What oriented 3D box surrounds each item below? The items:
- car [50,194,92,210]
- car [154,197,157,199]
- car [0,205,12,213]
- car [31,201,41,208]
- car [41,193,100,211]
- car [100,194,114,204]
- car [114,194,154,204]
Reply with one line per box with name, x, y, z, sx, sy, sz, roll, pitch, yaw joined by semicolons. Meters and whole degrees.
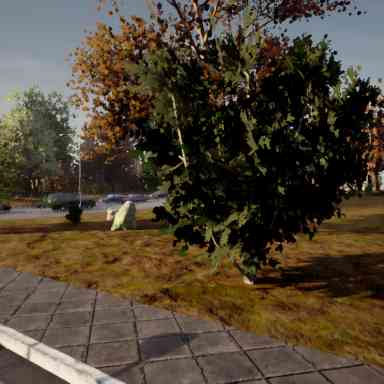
car;-15.490;1.179;42.650;2.097;1.767;4.553;0;2;39
car;-5.781;0.465;60.108;2.128;1.511;4.902;0;3;40
car;-21.768;1.646;34.901;1.895;1.301;4.718;0;1;39
car;-18.552;1.401;44.433;2.033;1.411;5.357;0;2;39
car;-13.997;1.100;38.597;2.150;2.045;5.566;0;1;39
car;-12.338;1.009;52.076;1.812;1.442;4.674;0;2;39
car;-8.798;0.959;50.901;2.033;1.411;5.357;0;3;39
